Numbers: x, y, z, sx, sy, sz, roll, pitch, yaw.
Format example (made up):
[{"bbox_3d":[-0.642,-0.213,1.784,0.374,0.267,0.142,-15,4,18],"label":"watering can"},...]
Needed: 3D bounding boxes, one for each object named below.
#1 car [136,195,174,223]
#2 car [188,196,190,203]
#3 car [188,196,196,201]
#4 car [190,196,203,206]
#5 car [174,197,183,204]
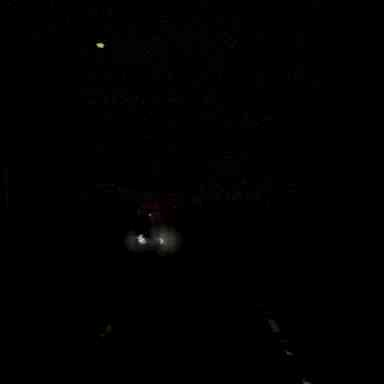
[{"bbox_3d":[-2.853,1.248,25.760,2.150,2.045,5.566,0,0,0],"label":"car"},{"bbox_3d":[-0.010,1.659,76.023,1.812,1.442,4.674,0,0,0],"label":"car"},{"bbox_3d":[-0.014,1.780,92.734,1.994,1.385,4.181,0,0,0],"label":"car"},{"bbox_3d":[0.954,1.620,58.227,1.801,1.575,5.366,0,0,0],"label":"car"},{"bbox_3d":[-2.762,1.744,67.102,2.033,1.411,5.357,0,0,0],"label":"car"}]
